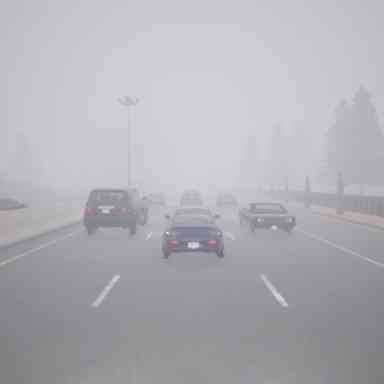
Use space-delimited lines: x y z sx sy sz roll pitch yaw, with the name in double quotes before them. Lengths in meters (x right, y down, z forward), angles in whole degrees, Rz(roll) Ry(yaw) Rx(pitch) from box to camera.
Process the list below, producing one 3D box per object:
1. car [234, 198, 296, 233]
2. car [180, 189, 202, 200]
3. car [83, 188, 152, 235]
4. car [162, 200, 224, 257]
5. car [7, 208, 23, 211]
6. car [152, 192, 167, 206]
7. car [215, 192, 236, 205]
"car" 3.501 1.170 16.417 1.895 1.301 4.718 0 1 0
"car" -0.099 0.489 33.155 2.097 1.767 4.553 0 1 0
"car" -3.498 0.801 16.111 2.150 2.045 5.566 0 1 0
"car" 0.018 1.227 11.391 1.812 1.442 4.674 0 1 -1
"car" -10.706 1.019 17.684 1.882 1.535 5.008 0 1 0
"car" -3.603 0.685 33.812 1.994 1.385 4.181 0 1 0
"car" 3.397 0.681 33.894 1.994 1.385 4.181 0 1 0
